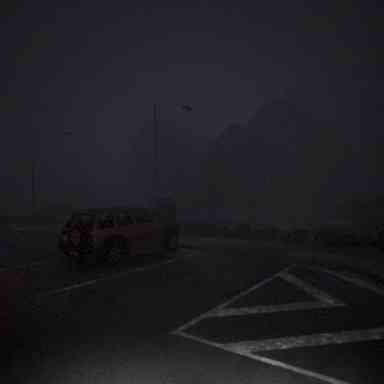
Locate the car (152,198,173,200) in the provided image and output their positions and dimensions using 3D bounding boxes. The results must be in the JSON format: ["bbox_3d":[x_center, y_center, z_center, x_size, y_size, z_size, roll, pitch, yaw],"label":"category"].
[{"bbox_3d":[-2.956,1.456,28.575,1.905,1.878,3.866,-2,0,36],"label":"car"}]

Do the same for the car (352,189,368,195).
[{"bbox_3d":[38.320,0.372,76.339,3.866,1.878,1.905,0,-6,-7],"label":"car"}]

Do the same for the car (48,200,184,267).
[{"bbox_3d":[-2.351,1.397,11.868,1.932,1.855,4.605,-2,0,36],"label":"car"}]

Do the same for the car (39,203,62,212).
[{"bbox_3d":[-14.257,1.943,35.936,1.816,1.474,4.193,-2,0,36],"label":"car"}]
